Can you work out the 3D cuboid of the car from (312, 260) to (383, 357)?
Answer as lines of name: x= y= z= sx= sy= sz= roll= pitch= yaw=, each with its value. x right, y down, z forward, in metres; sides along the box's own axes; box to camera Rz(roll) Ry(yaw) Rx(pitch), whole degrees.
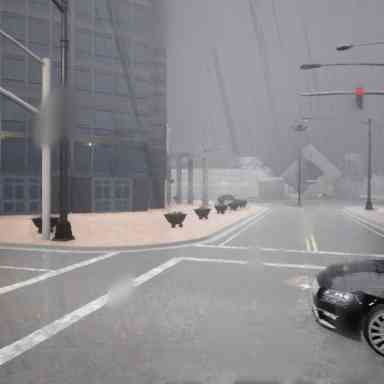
car: x=4.346 y=1.489 z=4.816 sx=4.902 sy=1.511 sz=2.128 roll=0 pitch=0 yaw=18

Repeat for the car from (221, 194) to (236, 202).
car: x=7.518 y=1.252 z=68.951 sx=1.837 sy=1.490 sz=4.892 roll=0 pitch=0 yaw=-22
